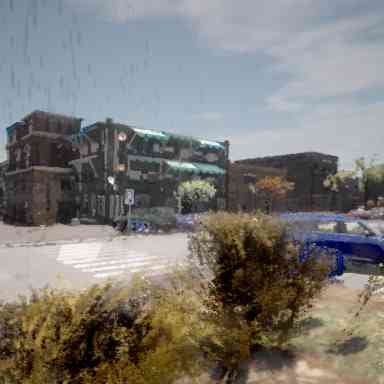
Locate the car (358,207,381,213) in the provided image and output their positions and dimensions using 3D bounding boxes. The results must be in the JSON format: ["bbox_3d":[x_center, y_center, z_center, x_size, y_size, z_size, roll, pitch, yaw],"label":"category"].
[{"bbox_3d":[27.690,3.696,54.000,4.553,1.767,2.185,-1,-3,30],"label":"car"}]

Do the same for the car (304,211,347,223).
[{"bbox_3d":[18.544,3.460,46.392,5.366,1.575,1.946,-1,-3,30],"label":"car"}]

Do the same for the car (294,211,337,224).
[{"bbox_3d":[16.460,3.369,44.394,5.008,1.535,2.097,-1,-3,29],"label":"car"}]

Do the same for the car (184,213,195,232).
[{"bbox_3d":[-1.557,2.686,29.052,4.674,1.452,2.002,-1,-3,29],"label":"car"}]

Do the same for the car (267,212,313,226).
[{"bbox_3d":[11.949,3.188,40.549,5.008,1.535,2.097,-1,-3,30],"label":"car"}]

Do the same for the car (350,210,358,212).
[{"bbox_3d":[20.988,3.580,48.217,4.792,1.488,2.163,-1,-3,29],"label":"car"}]

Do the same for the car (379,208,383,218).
[{"bbox_3d":[39.001,4.019,63.569,5.566,2.045,2.435,-1,-3,30],"label":"car"}]

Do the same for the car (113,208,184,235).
[{"bbox_3d":[-3.836,2.305,27.153,5.566,2.045,2.435,-1,-3,30],"label":"car"}]

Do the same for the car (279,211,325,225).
[{"bbox_3d":[14.040,3.279,42.558,5.366,1.575,1.946,-1,-3,30],"label":"car"}]

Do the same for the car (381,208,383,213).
[{"bbox_3d":[29.972,3.913,55.900,4.892,1.521,2.231,-1,-3,29],"label":"car"}]

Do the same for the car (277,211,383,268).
[{"bbox_3d":[6.120,1.981,13.306,5.566,2.045,2.435,1,-2,30],"label":"car"}]

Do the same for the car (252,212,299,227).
[{"bbox_3d":[9.674,3.128,38.647,4.792,1.488,2.163,-1,-3,30],"label":"car"}]

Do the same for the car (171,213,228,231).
[{"bbox_3d":[0.690,2.738,30.974,4.892,1.521,2.231,-1,-3,30],"label":"car"}]
